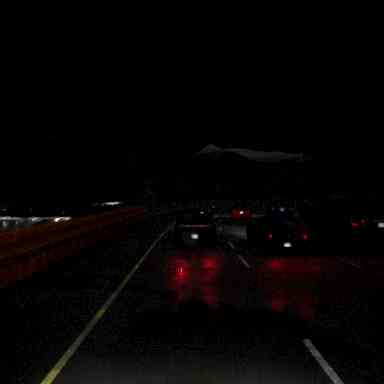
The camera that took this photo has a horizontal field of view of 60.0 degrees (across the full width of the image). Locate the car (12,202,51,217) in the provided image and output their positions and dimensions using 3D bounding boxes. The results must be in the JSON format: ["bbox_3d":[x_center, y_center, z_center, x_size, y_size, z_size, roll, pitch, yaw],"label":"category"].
[{"bbox_3d":[-16.246,1.793,35.233,1.882,1.535,5.008,0,-1,8],"label":"car"}]

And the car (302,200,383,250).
[{"bbox_3d":[7.134,1.364,15.187,2.150,2.045,5.566,0,-1,0],"label":"car"}]

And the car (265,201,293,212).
[{"bbox_3d":[8.136,1.643,31.229,2.097,1.767,4.553,0,-1,6],"label":"car"}]

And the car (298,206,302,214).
[{"bbox_3d":[11.866,1.787,33.043,1.882,1.535,5.008,0,-1,7],"label":"car"}]

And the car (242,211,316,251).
[{"bbox_3d":[3.638,1.739,14.839,1.895,1.301,4.718,0,-1,0],"label":"car"}]

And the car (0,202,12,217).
[{"bbox_3d":[-19.630,1.849,36.280,1.812,1.442,4.674,0,-1,8],"label":"car"}]

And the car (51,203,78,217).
[{"bbox_3d":[-12.671,1.883,35.478,1.994,1.385,4.181,0,-1,8],"label":"car"}]

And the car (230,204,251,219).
[{"bbox_3d":[4.708,1.860,32.046,1.994,1.385,4.181,0,-1,7],"label":"car"}]

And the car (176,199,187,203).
[{"bbox_3d":[-2.073,2.221,75.374,1.994,1.385,4.181,0,-1,21],"label":"car"}]

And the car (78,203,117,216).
[{"bbox_3d":[-9.353,1.857,34.336,2.033,1.411,5.357,0,0,7],"label":"car"}]

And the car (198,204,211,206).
[{"bbox_3d":[1.210,1.860,32.180,1.994,1.385,4.181,0,-1,7],"label":"car"}]

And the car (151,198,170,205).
[{"bbox_3d":[-6.417,2.189,73.936,2.128,1.511,4.902,0,-1,21],"label":"car"}]

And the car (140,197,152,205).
[{"bbox_3d":[-9.925,2.025,74.588,2.097,1.767,4.553,0,-1,21],"label":"car"}]

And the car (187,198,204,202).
[{"bbox_3d":[1.127,2.140,73.957,1.882,1.535,5.008,0,-1,21],"label":"car"}]

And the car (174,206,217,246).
[{"bbox_3d":[0.165,1.640,16.081,2.128,1.511,4.902,0,-1,1],"label":"car"}]
